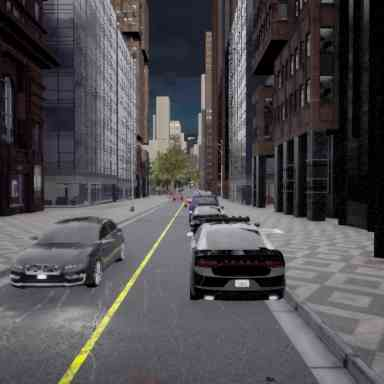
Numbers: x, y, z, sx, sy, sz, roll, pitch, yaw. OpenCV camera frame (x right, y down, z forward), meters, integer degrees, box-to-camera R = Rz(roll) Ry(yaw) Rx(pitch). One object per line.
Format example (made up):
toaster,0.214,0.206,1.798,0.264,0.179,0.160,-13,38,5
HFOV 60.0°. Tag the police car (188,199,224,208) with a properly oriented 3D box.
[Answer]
police car,0.879,1.414,18.500,1.930,1.638,5.238,0,0,0

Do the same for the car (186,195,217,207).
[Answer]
car,0.873,1.208,24.419,2.150,2.045,5.566,0,0,0

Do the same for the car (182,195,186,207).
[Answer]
car,-0.006,1.302,48.728,2.097,1.767,4.553,0,0,0

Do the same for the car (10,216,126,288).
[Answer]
car,-3.113,1.500,9.316,1.837,1.490,4.892,0,0,0

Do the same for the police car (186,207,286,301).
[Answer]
police car,0.891,1.421,8.499,1.930,1.638,5.238,0,0,0

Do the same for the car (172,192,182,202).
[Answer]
car,-3.082,1.112,73.269,2.150,2.045,5.566,0,0,0
